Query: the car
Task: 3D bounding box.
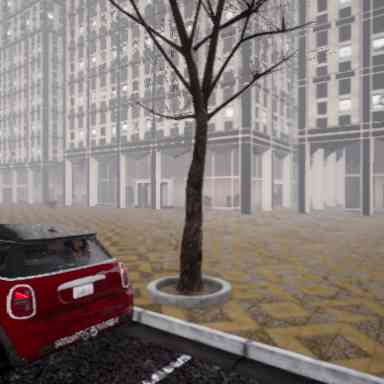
[{"bbox_3d":[-3.172,1.317,5.660,4.553,1.767,2.097,0,0,36],"label":"car"}]
